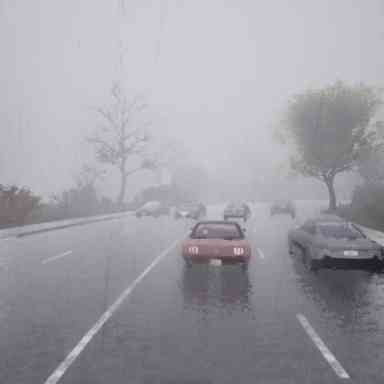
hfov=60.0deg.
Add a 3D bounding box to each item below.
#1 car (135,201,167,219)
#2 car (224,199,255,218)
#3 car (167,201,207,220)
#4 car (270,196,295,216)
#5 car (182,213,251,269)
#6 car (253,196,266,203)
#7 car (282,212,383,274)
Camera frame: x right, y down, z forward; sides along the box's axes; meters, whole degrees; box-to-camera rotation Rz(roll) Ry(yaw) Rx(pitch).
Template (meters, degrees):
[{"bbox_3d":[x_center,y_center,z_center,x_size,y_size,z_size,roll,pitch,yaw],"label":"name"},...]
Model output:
[{"bbox_3d":[-3.252,1.491,28.653,1.812,1.442,4.674,0,0,14],"label":"car"},{"bbox_3d":[3.766,1.543,27.307,2.033,1.411,5.357,0,0,14],"label":"car"},{"bbox_3d":[-0.021,1.472,27.139,2.128,1.511,4.902,0,0,14],"label":"car"},{"bbox_3d":[8.758,1.367,31.831,2.097,1.767,4.553,0,0,17],"label":"car"},{"bbox_3d":[0.865,1.597,11.124,1.895,1.301,4.718,0,0,6],"label":"car"},{"bbox_3d":[13.435,1.506,66.328,2.128,1.511,4.902,0,0,33],"label":"car"},{"bbox_3d":[4.354,1.571,10.693,1.994,1.385,4.181,0,0,6],"label":"car"}]
